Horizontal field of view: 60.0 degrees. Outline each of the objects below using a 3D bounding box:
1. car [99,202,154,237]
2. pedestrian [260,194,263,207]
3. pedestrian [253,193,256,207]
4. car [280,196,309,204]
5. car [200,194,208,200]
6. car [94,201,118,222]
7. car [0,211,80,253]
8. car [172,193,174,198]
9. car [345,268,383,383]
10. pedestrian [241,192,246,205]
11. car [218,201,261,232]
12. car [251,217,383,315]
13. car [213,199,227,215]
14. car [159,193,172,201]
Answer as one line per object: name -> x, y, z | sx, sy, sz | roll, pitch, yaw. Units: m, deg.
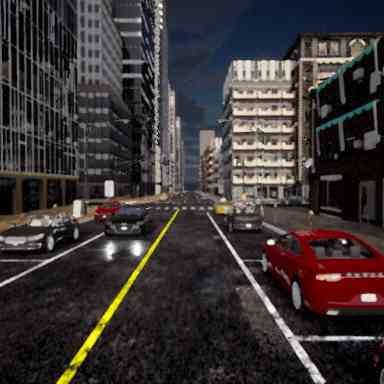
car -> -3.099, 1.440, 17.086 | 1.994, 1.385, 4.181 | 0, 0, 0
pedestrian -> 8.130, 1.061, 38.899 | 0.375, 1.860, 0.375 | -1, 1, 0
pedestrian -> 7.131, 1.035, 38.298 | 0.375, 1.860, 0.375 | -1, 1, 0
car -> 16.308, 1.255, 53.111 | 4.403, 1.369, 2.008 | 0, 1, 1
car -> 2.669, 1.031, 73.584 | 2.008, 1.369, 4.403 | -1, 0, 0
car -> -5.835, 1.369, 24.388 | 1.887, 1.381, 4.507 | -1, 0, 0
car -> -5.807, 1.456, 13.099 | 2.008, 1.369, 4.403 | -1, 0, 0
car -> -5.711, 1.045, 73.583 | 1.947, 1.339, 4.313 | -1, 0, 0
car -> 2.712, 1.569, 1.755 | 1.802, 1.307, 4.206 | -1, 0, 0
pedestrian -> 6.131, 0.870, 39.495 | 0.375, 1.860, 0.375 | -1, 1, 0
car -> 2.805, 1.416, 18.687 | 2.008, 1.369, 4.403 | -1, 0, 0
car -> 2.745, 1.491, 7.399 | 1.887, 1.381, 4.507 | -1, 0, 0
car -> 2.804, 1.310, 30.146 | 1.752, 1.417, 4.829 | -1, 0, 0
car -> -5.711, 1.045, 67.759 | 1.752, 1.417, 4.829 | -1, 0, 0
